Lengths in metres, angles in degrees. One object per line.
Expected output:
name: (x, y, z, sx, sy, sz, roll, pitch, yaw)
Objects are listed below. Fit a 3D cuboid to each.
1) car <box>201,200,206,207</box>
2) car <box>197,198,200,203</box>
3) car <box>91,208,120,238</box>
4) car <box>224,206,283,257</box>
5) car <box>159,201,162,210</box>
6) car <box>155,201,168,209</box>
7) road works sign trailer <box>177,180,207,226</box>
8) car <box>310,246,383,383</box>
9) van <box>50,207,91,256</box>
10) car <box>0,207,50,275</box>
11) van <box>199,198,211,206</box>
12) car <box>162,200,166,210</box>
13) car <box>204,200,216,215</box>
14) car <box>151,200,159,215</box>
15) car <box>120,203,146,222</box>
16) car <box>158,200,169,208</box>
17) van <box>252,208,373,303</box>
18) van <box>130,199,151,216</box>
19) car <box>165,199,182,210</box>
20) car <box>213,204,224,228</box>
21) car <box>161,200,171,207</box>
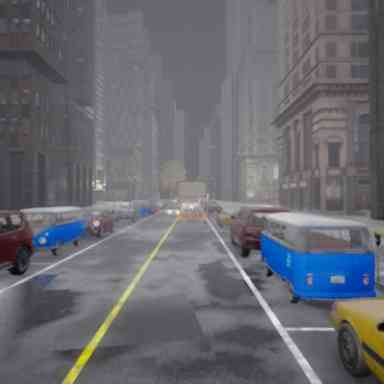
car: (2.773, 2.269, 52.358, 1.802, 1.307, 4.206, 0, -1, 0)
car: (2.775, 2.524, 74.456, 1.887, 1.381, 4.507, 0, -1, 0)
car: (-5.764, 1.692, 19.226, 1.967, 1.590, 4.097, 0, -1, 0)
car: (2.770, 1.494, 13.691, 2.192, 1.841, 5.009, 0, -1, 0)
car: (-5.772, 2.159, 46.849, 1.887, 1.381, 4.507, 0, -1, 0)
car: (-5.777, 2.378, 63.424, 1.887, 1.381, 4.507, 0, -1, 0)
road works sign trailer: (-0.001, 0.815, 26.788, 2.380, 3.560, 2.880, 0, -1, 0)
car: (2.768, 1.563, 2.809, 1.752, 1.417, 4.829, 0, -1, 0)
van: (-5.762, 1.520, 13.703, 1.690, 1.788, 3.998, 0, -1, 0)
car: (-5.760, 1.422, 8.178, 2.192, 1.841, 5.009, 0, -1, 0)
van: (2.775, 2.174, 63.411, 1.690, 1.788, 3.998, 0, -1, 0)
car: (-5.775, 2.283, 57.730, 1.752, 1.417, 4.829, 0, -1, 0)
car: (2.772, 2.093, 41.310, 2.008, 1.369, 4.403, 0, -1, 0)
car: (-5.770, 1.857, 41.328, 2.192, 1.841, 5.009, 0, -1, 0)
car: (-5.768, 1.947, 30.274, 2.008, 1.369, 4.403, 0, -1, 0)
car: (-5.778, 2.451, 68.949, 1.887, 1.381, 4.507, 0, -1, 0)
van: (2.769, 1.448, 8.166, 1.690, 1.788, 3.998, 0, -1, 0)
van: (-5.769, 1.810, 35.802, 1.690, 1.788, 3.998, 0, -1, 0)
car: (-3.048, 2.360, 57.785, 1.895, 1.301, 4.718, 0, -1, 1)
car: (2.770, 1.852, 24.906, 1.752, 1.417, 4.829, 0, -1, 0)
car: (-5.780, 2.524, 74.474, 1.887, 1.381, 4.507, 0, -1, 0)
